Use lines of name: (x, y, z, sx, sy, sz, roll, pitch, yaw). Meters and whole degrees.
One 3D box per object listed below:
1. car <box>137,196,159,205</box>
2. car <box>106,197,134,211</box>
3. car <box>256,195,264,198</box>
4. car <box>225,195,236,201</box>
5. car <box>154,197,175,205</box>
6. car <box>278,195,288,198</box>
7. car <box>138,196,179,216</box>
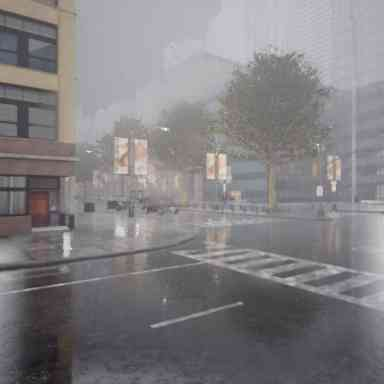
car: (-8.017, 1.494, 59.907, 1.882, 1.535, 5.008, 0, 0, -36)
car: (-8.923, 1.362, 41.330, 2.097, 1.767, 4.553, 0, 0, -35)
car: (17.654, 1.499, 83.166, 1.895, 1.301, 4.718, 0, 0, -36)
car: (7.997, 1.443, 76.725, 2.161, 1.482, 4.786, 0, 0, -36)
car: (-5.175, 1.582, 61.949, 1.994, 1.385, 4.181, 0, 0, -36)
car: (18.467, 1.352, 69.233, 2.002, 1.452, 4.674, 0, 0, -36)
car: (-3.200, 1.501, 33.321, 2.128, 1.511, 4.902, 0, 0, -36)
